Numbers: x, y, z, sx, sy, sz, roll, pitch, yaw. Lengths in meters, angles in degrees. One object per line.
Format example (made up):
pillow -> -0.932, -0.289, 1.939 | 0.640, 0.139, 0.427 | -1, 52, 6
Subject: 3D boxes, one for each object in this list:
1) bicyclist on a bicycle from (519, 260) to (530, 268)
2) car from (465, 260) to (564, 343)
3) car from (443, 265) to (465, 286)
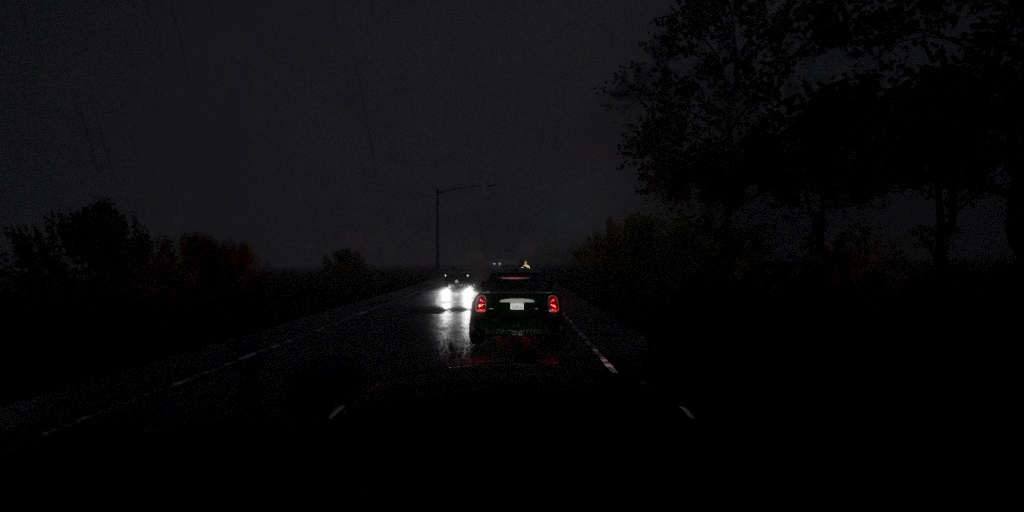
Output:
bicyclist on a bicycle -> 0.975, 1.177, 25.641 | 0.866, 1.612, 1.509 | 0, 0, 1
car -> 0.113, 1.099, 9.818 | 2.097, 1.767, 4.553 | 0, 0, 0
car -> -3.589, 1.342, 25.429 | 1.895, 1.301, 4.718 | 0, 0, 0
